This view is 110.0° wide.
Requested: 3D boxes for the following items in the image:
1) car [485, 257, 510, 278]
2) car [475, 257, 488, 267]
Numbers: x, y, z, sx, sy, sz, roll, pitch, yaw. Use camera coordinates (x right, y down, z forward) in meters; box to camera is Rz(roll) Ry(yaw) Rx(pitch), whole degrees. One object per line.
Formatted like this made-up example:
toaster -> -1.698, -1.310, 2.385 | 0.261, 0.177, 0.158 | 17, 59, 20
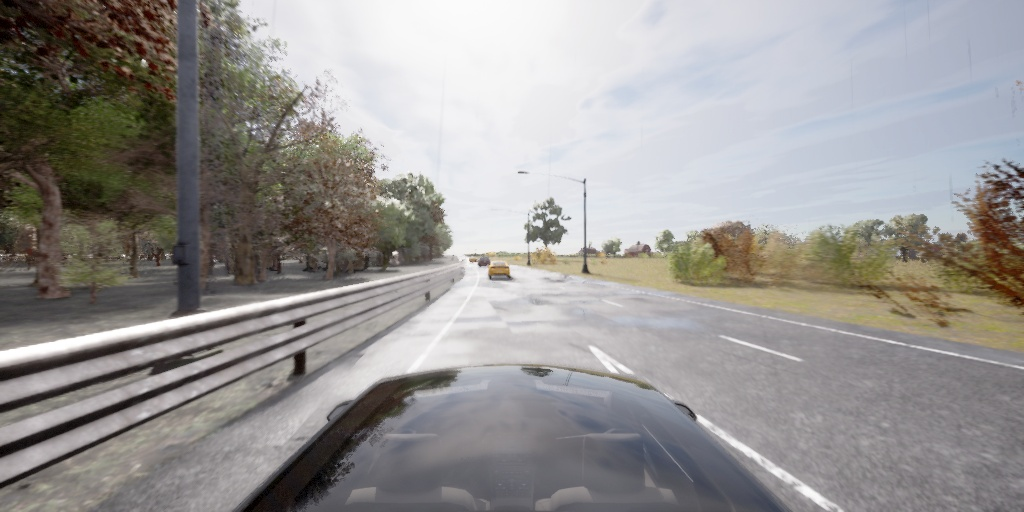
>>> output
car -> -1.239, 1.173, 33.151 | 1.882, 1.535, 5.008 | 0, 0, -5
car -> -4.808, 0.953, 61.710 | 2.097, 1.767, 4.553 | 0, 0, -9
